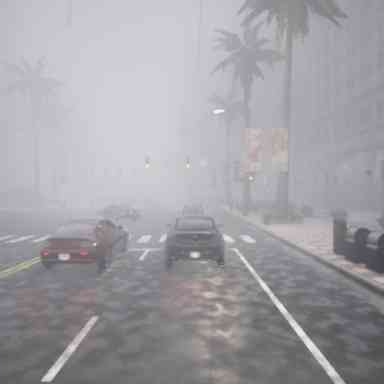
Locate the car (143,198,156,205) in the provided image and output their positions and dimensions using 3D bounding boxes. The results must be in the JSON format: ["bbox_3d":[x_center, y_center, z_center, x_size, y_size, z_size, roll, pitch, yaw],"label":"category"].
[{"bbox_3d":[-8.503,1.824,65.829,2.033,1.411,5.357,0,0,-18],"label":"car"}]

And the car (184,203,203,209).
[{"bbox_3d":[0.116,1.735,31.608,1.895,1.301,4.718,0,0,0],"label":"car"}]

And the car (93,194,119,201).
[{"bbox_3d":[-20.085,1.553,77.665,2.150,2.045,5.566,0,0,-45],"label":"car"}]

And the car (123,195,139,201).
[{"bbox_3d":[-11.553,1.772,63.526,1.837,1.490,4.892,1,0,-15],"label":"car"}]

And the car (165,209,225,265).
[{"bbox_3d":[0.095,1.556,11.886,1.837,1.490,4.892,0,0,0],"label":"car"}]

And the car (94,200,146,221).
[{"bbox_3d":[-6.232,1.665,27.689,2.033,1.411,5.357,0,0,-36],"label":"car"}]

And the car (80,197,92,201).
[{"bbox_3d":[-28.401,1.921,91.116,4.718,1.301,1.895,0,0,22],"label":"car"}]

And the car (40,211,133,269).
[{"bbox_3d":[-3.407,1.574,11.197,1.812,1.442,4.674,0,0,0],"label":"car"}]

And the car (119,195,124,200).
[{"bbox_3d":[-17.399,1.933,79.933,1.895,1.301,4.718,0,0,-45],"label":"car"}]
